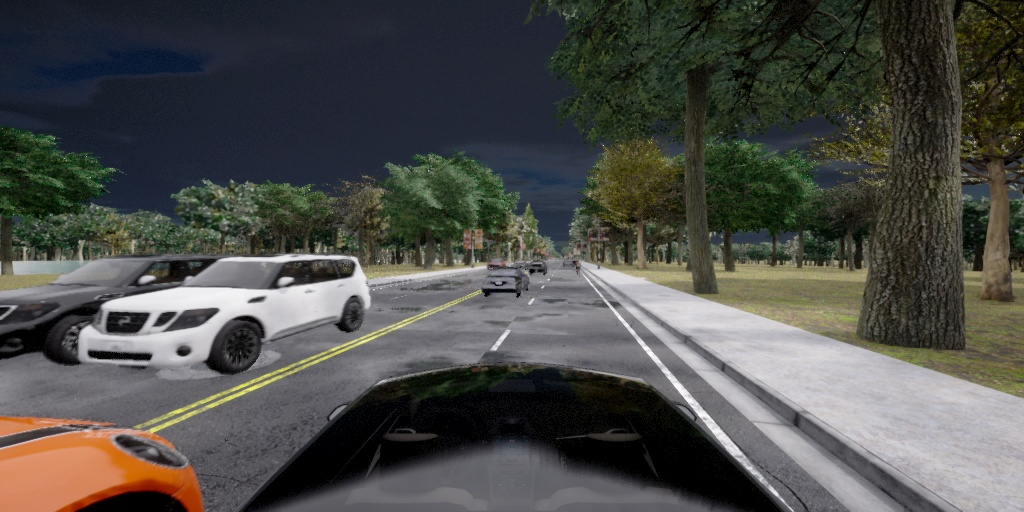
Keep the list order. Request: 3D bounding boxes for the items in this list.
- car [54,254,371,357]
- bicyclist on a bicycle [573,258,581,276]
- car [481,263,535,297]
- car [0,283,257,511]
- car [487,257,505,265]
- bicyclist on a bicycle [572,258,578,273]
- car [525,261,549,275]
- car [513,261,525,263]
[{"bbox_3d":[-5.380,0.972,7.985,2.150,2.045,5.566,0,0,9],"label":"car"},{"bbox_3d":[6.025,1.206,32.745,0.582,1.620,1.656,0,0,9],"label":"bicyclist on a bicycle"},{"bbox_3d":[-0.210,1.300,18.868,2.033,1.411,5.357,0,0,9],"label":"car"},{"bbox_3d":[-3.082,1.101,0.274,2.097,1.767,4.553,0,0,9],"label":"car"},{"bbox_3d":[-2.154,1.108,50.127,2.097,1.767,4.553,0,0,9],"label":"car"},{"bbox_3d":[7.846,1.126,44.527,0.659,1.776,1.843,0,0,9],"label":"bicyclist on a bicycle"},{"bbox_3d":[2.874,1.258,38.823,1.837,1.490,4.892,0,0,9],"label":"car"},{"bbox_3d":[1.129,1.321,50.090,1.994,1.385,4.181,0,0,9],"label":"car"}]
